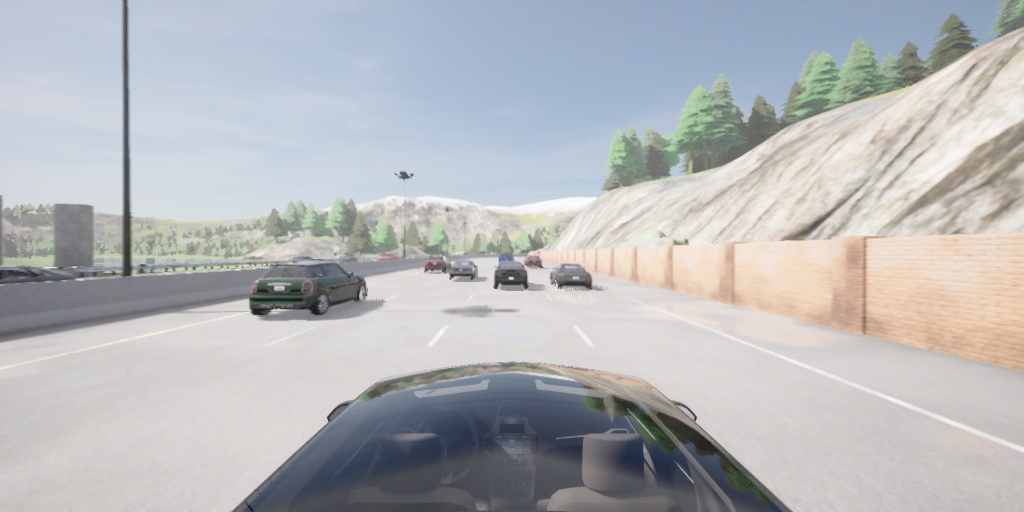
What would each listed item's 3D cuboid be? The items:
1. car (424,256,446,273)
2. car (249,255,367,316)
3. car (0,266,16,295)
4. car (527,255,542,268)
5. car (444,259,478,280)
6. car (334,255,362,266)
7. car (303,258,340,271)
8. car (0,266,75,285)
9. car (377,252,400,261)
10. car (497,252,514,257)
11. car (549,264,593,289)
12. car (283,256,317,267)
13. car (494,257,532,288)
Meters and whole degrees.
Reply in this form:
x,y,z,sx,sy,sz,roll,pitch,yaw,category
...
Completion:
x,y,z,sx,sy,sz,roll,pitch,yaw,category
-7.483,0.740,36.531,2.097,1.767,4.553,0,1,-2,car
-6.973,0.974,12.843,2.097,1.767,4.553,0,1,-1,car
-24.680,1.159,14.804,1.895,1.301,4.718,0,1,-1,car
2.732,0.662,47.121,2.097,1.767,4.553,0,1,-2,car
-3.682,1.032,27.754,2.033,1.411,5.357,0,1,-2,car
-25.644,0.641,56.198,2.128,1.511,4.902,0,1,-1,car
-21.784,0.906,41.212,1.895,1.301,4.718,0,1,-1,car
-17.652,1.098,11.718,2.128,1.511,4.902,0,1,0,car
-18.596,0.431,54.331,2.150,2.045,5.566,0,1,-1,car
-0.842,0.501,49.485,2.150,2.045,5.566,0,1,-2,car
3.401,1.131,21.269,1.994,1.385,4.181,0,1,-1,car
-28.977,0.711,49.289,1.837,1.490,4.892,0,1,-1,car
-0.090,1.031,21.652,1.882,1.535,5.008,0,1,-1,car
